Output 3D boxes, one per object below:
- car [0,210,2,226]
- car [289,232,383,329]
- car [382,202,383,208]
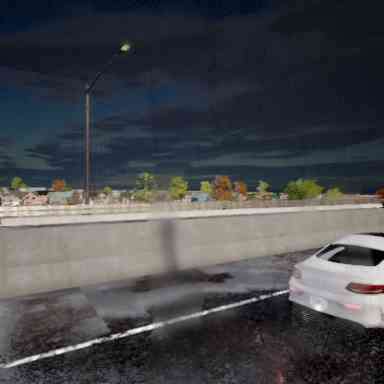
[{"bbox_3d":[-12.620,1.218,16.480,5.566,2.045,2.150,0,0,-35],"label":"car"},{"bbox_3d":[3.826,1.522,6.444,4.674,1.442,1.812,0,0,-35],"label":"car"},{"bbox_3d":[26.928,1.506,43.749,5.008,1.535,1.882,0,0,-34],"label":"car"}]
